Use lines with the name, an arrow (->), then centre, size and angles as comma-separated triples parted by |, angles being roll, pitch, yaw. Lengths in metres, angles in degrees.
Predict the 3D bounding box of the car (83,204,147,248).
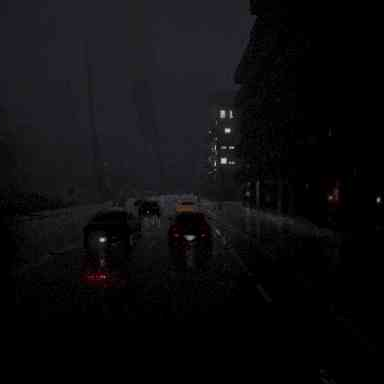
car -> -3.354, 1.517, 14.729 | 1.837, 1.490, 4.892 | 0, 0, -1

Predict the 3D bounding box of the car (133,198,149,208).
car -> -7.686, 1.624, 50.685 | 1.994, 1.385, 4.181 | 0, 0, -3

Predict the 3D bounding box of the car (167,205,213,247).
car -> -0.103, 1.534, 14.774 | 1.812, 1.442, 4.674 | 0, 0, -1

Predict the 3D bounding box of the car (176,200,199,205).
car -> -0.413, 1.492, 29.837 | 1.882, 1.535, 5.008 | 0, 0, -2

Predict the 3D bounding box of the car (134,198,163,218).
car -> -3.661, 1.493, 29.748 | 1.882, 1.535, 5.008 | 0, 0, -2

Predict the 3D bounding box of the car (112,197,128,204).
car -> -10.932, 1.545, 50.533 | 2.128, 1.511, 4.902 | 0, 0, -3
